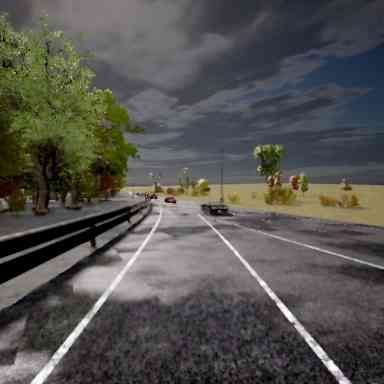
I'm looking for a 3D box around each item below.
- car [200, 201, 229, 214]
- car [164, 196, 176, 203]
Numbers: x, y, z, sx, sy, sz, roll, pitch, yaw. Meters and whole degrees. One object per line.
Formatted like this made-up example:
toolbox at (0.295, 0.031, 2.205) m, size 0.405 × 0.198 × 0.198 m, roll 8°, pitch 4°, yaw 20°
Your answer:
car at (2.210, 1.558, 34.119) m, size 1.895 × 1.301 × 4.718 m, roll 0°, pitch 0°, yaw -12°
car at (-4.448, 1.548, 66.363) m, size 1.994 × 1.385 × 4.181 m, roll 0°, pitch 0°, yaw -12°
